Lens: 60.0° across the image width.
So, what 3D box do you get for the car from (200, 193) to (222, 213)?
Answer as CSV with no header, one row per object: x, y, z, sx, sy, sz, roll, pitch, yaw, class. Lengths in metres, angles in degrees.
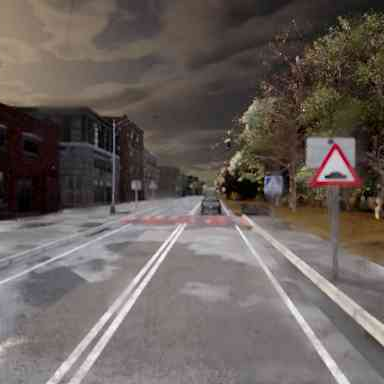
1.839,1.143,32.178,2.128,1.511,4.902,0,1,3,car

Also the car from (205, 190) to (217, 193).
2.889,0.678,50.270,2.150,2.045,5.566,0,1,4,car
